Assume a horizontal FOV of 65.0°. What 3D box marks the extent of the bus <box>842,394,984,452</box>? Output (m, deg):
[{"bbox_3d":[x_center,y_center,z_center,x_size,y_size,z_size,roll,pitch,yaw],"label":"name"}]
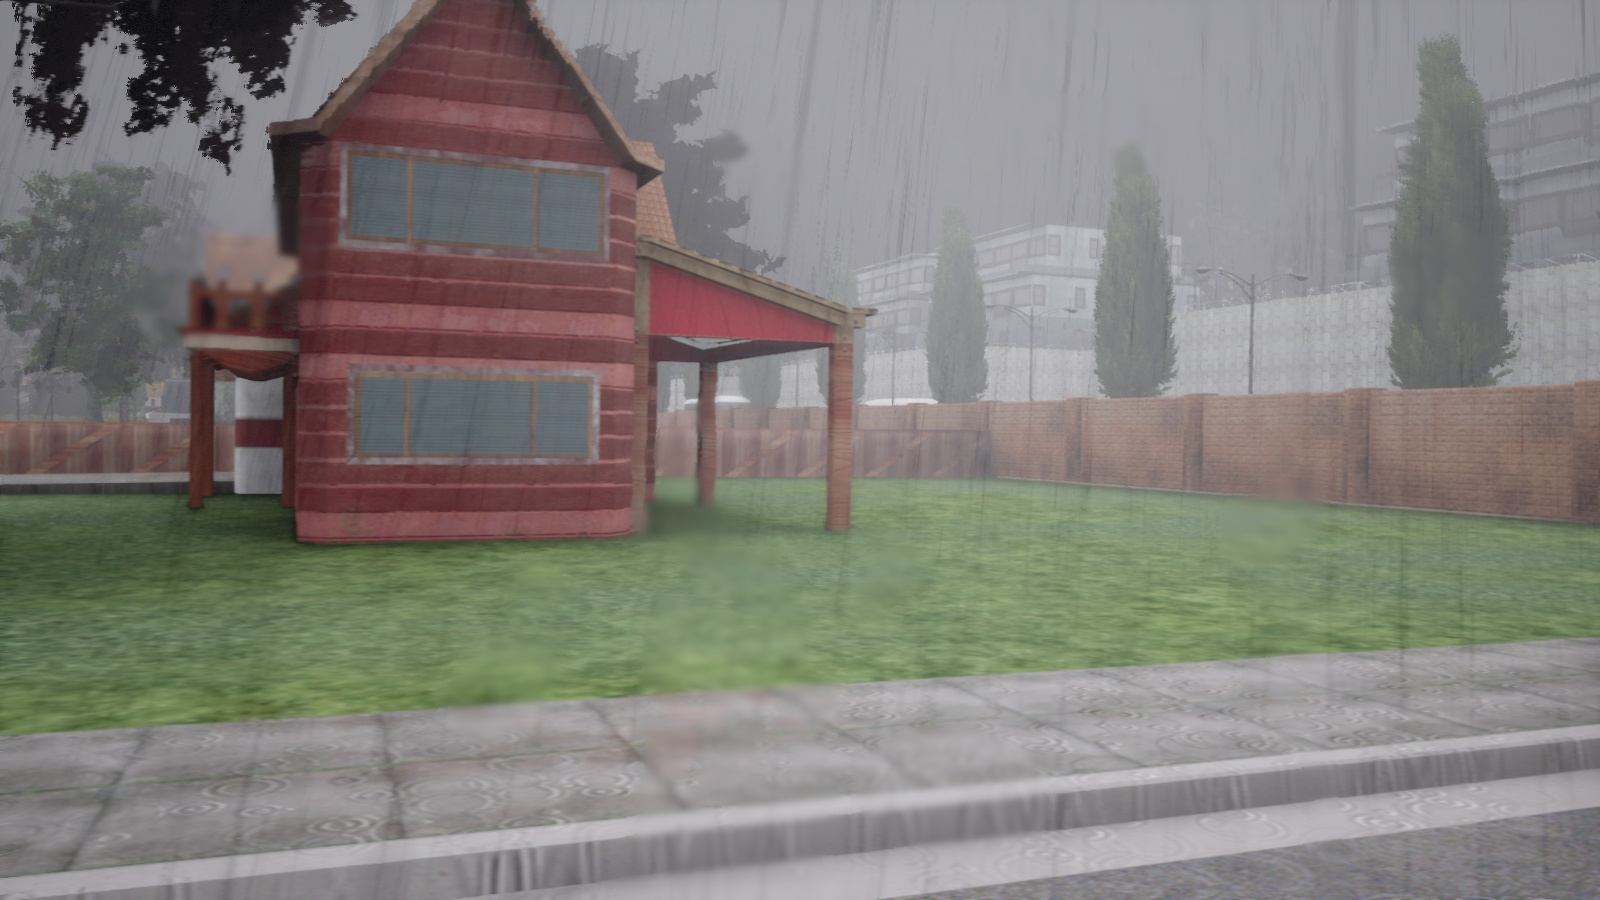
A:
[{"bbox_3d":[8.771,-2.072,98.010,10.273,4.253,3.944,0,2,31],"label":"bus"}]
